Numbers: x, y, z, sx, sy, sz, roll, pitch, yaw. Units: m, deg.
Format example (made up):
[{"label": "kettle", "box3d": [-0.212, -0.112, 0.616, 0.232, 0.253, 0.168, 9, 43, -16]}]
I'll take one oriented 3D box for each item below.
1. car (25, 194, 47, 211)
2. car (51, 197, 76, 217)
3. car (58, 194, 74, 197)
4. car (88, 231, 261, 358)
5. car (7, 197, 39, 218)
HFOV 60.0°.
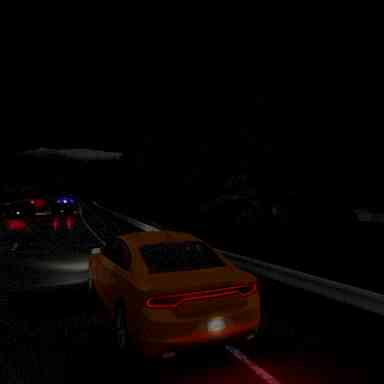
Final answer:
[{"label": "car", "box3d": [-18.823, 1.221, 39.938, 2.150, 2.045, 5.566, 0, 0, -19]}, {"label": "car", "box3d": [-12.183, 1.491, 31.479, 2.128, 1.511, 4.902, 0, 0, -19]}, {"label": "car", "box3d": [-15.669, 1.221, 41.360, 2.150, 2.045, 5.566, 0, 0, -19]}, {"label": "car", "box3d": [-0.746, 1.478, 6.315, 1.882, 1.535, 5.008, 0, 0, -25]}, {"label": "car", "box3d": [-15.344, 1.504, 30.053, 1.837, 1.490, 4.892, 0, 0, -20]}]
